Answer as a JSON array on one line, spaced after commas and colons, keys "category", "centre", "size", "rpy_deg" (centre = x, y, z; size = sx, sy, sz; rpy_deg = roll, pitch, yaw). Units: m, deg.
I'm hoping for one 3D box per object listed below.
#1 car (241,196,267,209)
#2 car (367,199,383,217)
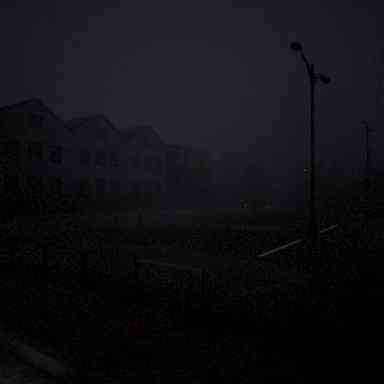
[{"category": "car", "centre": [7.975, 1.313, 42.816], "size": [1.837, 1.490, 4.892], "rpy_deg": [0, 0, 35]}, {"category": "car", "centre": [15.420, 1.298, 26.809], "size": [2.007, 1.523, 4.514], "rpy_deg": [0, 0, 35]}]
